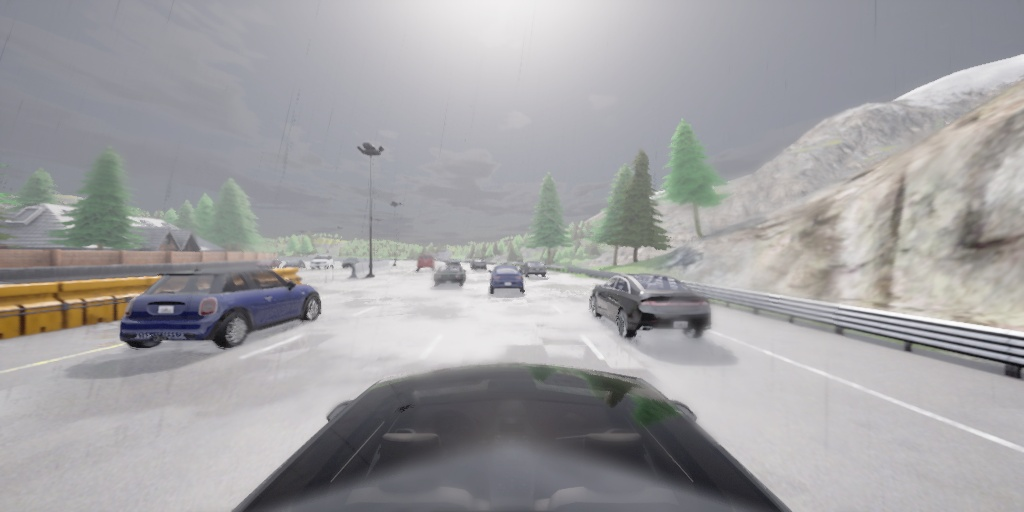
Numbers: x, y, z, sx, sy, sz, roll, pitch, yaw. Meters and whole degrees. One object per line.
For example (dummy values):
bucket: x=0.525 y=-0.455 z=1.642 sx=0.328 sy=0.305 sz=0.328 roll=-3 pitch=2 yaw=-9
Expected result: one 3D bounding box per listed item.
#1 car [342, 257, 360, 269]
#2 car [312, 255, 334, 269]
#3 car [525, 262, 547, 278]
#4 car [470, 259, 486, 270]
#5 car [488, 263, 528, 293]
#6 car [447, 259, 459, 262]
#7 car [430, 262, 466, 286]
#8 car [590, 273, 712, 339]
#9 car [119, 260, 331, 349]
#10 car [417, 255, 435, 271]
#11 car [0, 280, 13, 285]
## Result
car: x=-24.368 y=1.014 z=54.418 sx=2.097 sy=1.767 sz=4.553 roll=0 pitch=0 yaw=-16
car: x=-27.157 y=0.889 z=51.463 sx=2.150 sy=2.045 sz=5.566 roll=0 pitch=0 yaw=-15
car: x=1.857 y=1.241 z=33.573 sx=2.033 sy=1.411 sz=5.357 roll=0 pitch=0 yaw=-8
car: x=-4.725 y=1.159 z=49.607 sx=2.128 sy=1.511 sz=4.902 roll=0 pitch=0 yaw=-13
car: x=-0.369 y=1.243 z=20.535 sx=1.812 sy=1.442 sz=4.674 roll=0 pitch=0 yaw=-4
car: x=-8.049 y=1.176 z=48.421 sx=1.837 sy=1.490 sz=4.892 roll=1 pitch=0 yaw=-13
car: x=-4.143 y=1.312 z=24.437 sx=1.895 sy=1.301 sz=4.718 roll=0 pitch=0 yaw=-5
car: x=3.528 y=1.228 z=10.000 sx=2.128 sy=1.511 sz=4.902 roll=0 pitch=0 yaw=-1
car: x=-6.967 y=1.089 z=9.319 sx=2.097 sy=1.767 sz=4.553 roll=0 pitch=0 yaw=-1
car: x=-11.294 y=0.895 z=47.129 sx=2.150 sy=2.045 sz=5.566 roll=0 pitch=0 yaw=-13
car: x=-17.696 y=1.231 z=10.063 sx=2.128 sy=1.511 sz=4.902 roll=0 pitch=0 yaw=-1
